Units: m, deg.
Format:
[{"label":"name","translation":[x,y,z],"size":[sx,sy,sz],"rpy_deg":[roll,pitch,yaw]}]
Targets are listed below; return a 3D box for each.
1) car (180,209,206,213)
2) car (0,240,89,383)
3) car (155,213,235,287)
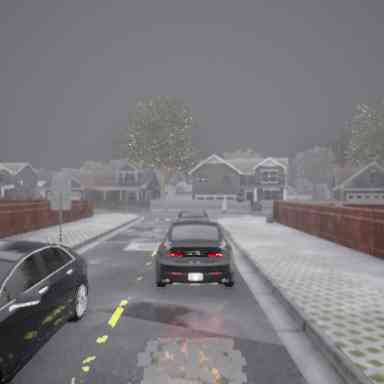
[{"label":"car","translation":[0.050,1.676,19.821],"size":[1.895,1.301,4.718],"rpy_deg":[0,0,0]},{"label":"car","translation":[-2.856,1.522,4.507],"size":[1.837,1.490,4.892],"rpy_deg":[0,0,0]},{"label":"car","translation":[0.073,1.539,9.346],"size":[1.837,1.490,4.892],"rpy_deg":[0,-1,0]}]
